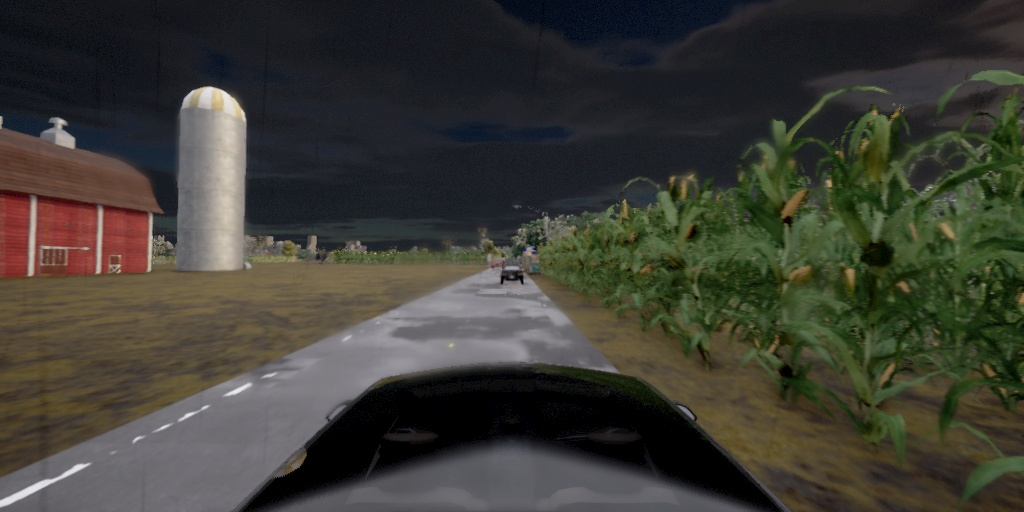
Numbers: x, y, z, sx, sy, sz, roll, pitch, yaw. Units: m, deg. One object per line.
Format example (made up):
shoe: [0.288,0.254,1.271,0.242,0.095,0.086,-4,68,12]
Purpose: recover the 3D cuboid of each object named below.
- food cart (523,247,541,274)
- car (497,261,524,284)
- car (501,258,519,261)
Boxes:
food cart: [3.133,0.603,49.351,2.280,3.560,4.660,0,0,0]
car: [0.012,1.459,29.862,1.882,1.535,5.008,0,0,0]
car: [0.062,1.327,45.126,2.150,2.045,5.566,0,0,1]
